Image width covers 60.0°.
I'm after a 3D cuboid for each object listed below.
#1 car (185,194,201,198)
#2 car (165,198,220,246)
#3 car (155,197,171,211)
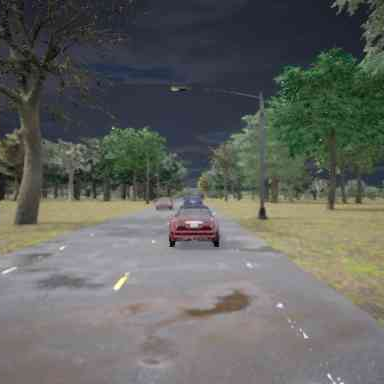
[{"bbox_3d":[0.144,1.285,37.918,2.150,2.045,5.566,0,0,0],"label":"car"},{"bbox_3d":[0.090,1.357,15.430,2.097,1.767,4.553,0,0,0],"label":"car"},{"bbox_3d":[-3.526,1.453,43.191,2.097,1.767,4.553,0,0,0],"label":"car"}]
